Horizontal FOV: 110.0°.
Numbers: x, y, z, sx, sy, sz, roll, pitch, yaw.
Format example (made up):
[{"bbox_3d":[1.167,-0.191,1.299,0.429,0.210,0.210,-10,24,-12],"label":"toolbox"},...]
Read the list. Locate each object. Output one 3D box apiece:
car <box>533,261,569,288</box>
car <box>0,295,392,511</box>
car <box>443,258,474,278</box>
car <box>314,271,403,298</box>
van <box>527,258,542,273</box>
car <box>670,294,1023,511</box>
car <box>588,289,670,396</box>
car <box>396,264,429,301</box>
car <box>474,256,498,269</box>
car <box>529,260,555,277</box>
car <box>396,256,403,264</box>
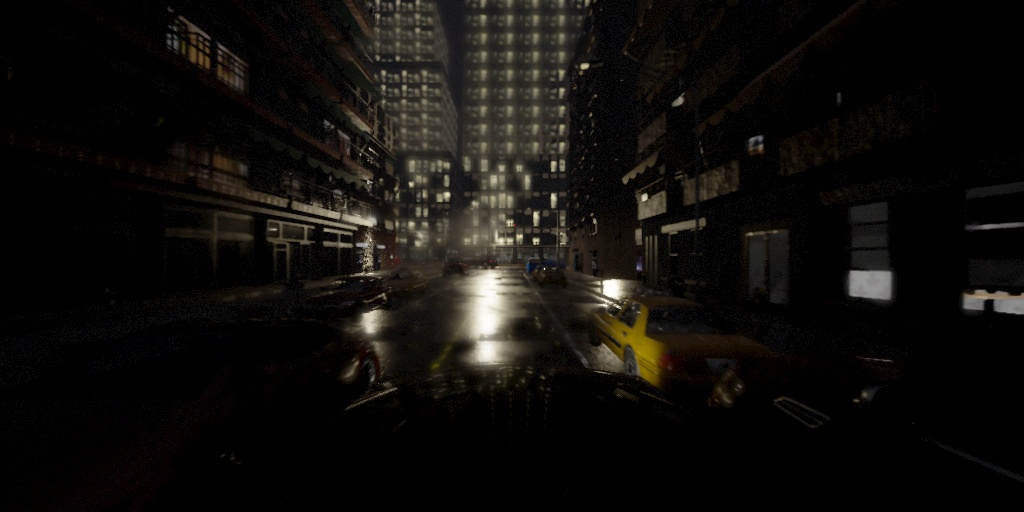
[{"bbox_3d":[2.564,1.282,23.509,1.751,1.417,4.829,0,0,0],"label":"car"},{"bbox_3d":[-2.845,1.314,3.329,1.994,1.385,4.181,0,0,0],"label":"car"},{"bbox_3d":[-5.316,1.078,34.620,2.192,1.841,5.009,0,0,0],"label":"car"},{"bbox_3d":[-5.316,1.334,12.058,1.802,1.307,4.207,0,0,0],"label":"car"},{"bbox_3d":[2.564,1.108,40.259,1.690,1.789,3.998,0,0,0],"label":"van"},{"bbox_3d":[2.565,1.065,0.778,2.192,1.841,5.009,0,0,0],"label":"car"},{"bbox_3d":[2.565,1.276,6.588,1.751,1.417,4.829,0,0,0],"label":"car"},{"bbox_3d":[-5.316,1.280,17.528,1.751,1.417,4.829,0,0,0],"label":"car"},{"bbox_3d":[-4.768,0.954,55.403,5.566,2.045,2.150,0,0,34],"label":"car"},{"bbox_3d":[2.564,1.285,29.149,1.751,1.417,4.829,0,0,0],"label":"car"},{"bbox_3d":[-20.886,0.882,60.220,5.009,1.841,2.192,0,0,0],"label":"car"}]
